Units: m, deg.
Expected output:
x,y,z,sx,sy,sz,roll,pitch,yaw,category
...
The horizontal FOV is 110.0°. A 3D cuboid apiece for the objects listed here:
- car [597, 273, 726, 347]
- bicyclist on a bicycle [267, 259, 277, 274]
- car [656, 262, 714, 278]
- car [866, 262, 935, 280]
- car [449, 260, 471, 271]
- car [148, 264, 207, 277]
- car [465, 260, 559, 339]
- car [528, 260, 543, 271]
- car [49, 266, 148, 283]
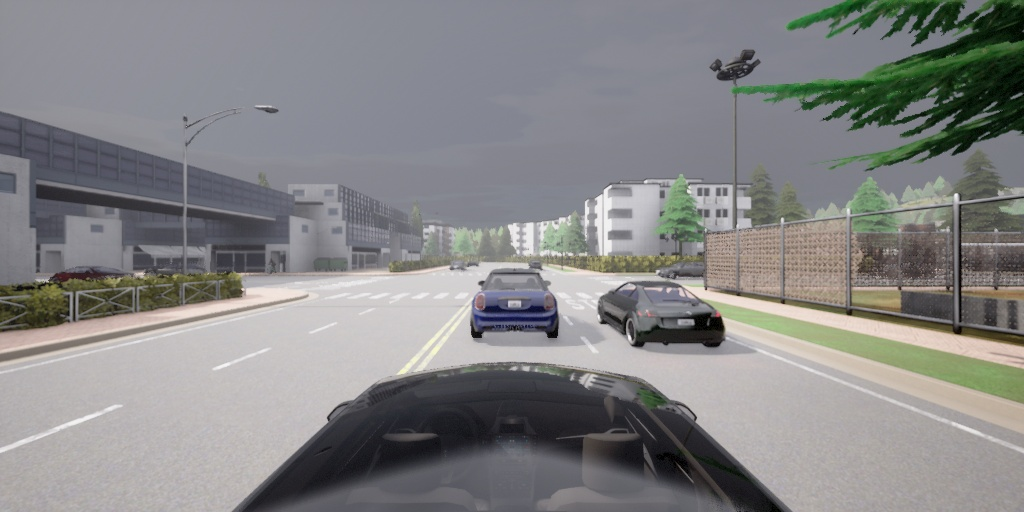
x,y,z,sx,sy,sz,roll,pitch,yaw,category
3.566,1.326,9.334,1.994,1.385,4.181,0,0,0,car
-25.453,1.111,38.045,0.582,1.620,1.656,0,0,-1,bicyclist on a bicycle
15.114,1.270,31.271,4.902,1.511,2.128,0,0,0,car
33.913,1.287,31.357,4.892,1.490,1.837,1,0,0,car
-7.330,1.316,49.068,2.128,1.511,4.902,0,0,0,car
-28.342,1.359,30.232,4.181,1.385,1.994,0,0,0,car
0.068,1.115,10.272,2.097,1.767,4.553,0,0,0,car
3.330,1.334,52.351,1.837,1.490,4.892,0,0,-1,car
-26.703,1.348,23.050,4.181,1.385,1.994,0,0,0,car
